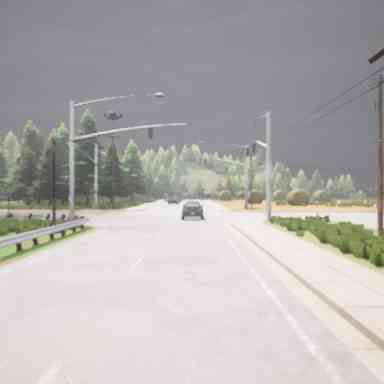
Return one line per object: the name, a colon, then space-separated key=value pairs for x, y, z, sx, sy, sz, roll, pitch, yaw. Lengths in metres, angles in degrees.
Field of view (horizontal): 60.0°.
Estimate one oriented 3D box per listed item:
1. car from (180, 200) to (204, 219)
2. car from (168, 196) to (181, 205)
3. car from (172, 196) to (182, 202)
car: x=0.063 y=1.571 z=29.077 sx=1.812 sy=1.442 sz=4.674 roll=0 pitch=0 yaw=0
car: x=-3.540 y=1.720 z=62.556 sx=1.895 sy=1.301 sz=4.718 roll=0 pitch=0 yaw=1
car: x=-3.526 y=1.684 z=78.231 sx=2.033 sy=1.411 sz=5.357 roll=0 pitch=0 yaw=0
